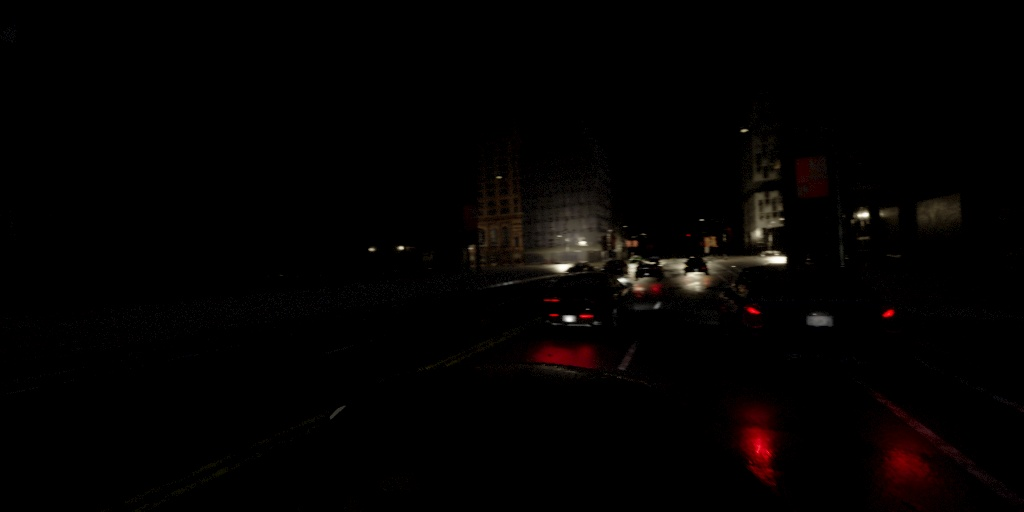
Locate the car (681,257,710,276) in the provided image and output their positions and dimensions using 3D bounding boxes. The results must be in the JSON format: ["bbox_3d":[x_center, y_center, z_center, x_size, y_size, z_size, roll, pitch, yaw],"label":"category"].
[{"bbox_3d":[15.679,0.876,30.615,1.812,1.442,4.674,-3,0,27],"label":"car"}]

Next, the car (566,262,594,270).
[{"bbox_3d":[6.645,1.332,34.616,2.033,1.411,5.357,-3,-1,26],"label":"car"}]

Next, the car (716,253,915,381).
[{"bbox_3d":[5.314,0.921,7.020,2.097,1.767,4.553,-3,-1,26],"label":"car"}]

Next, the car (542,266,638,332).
[{"bbox_3d":[2.434,1.238,10.846,1.837,1.490,4.892,-3,-1,26],"label":"car"}]

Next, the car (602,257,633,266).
[{"bbox_3d":[9.573,1.120,33.211,1.882,1.535,5.008,-3,-1,26],"label":"car"}]

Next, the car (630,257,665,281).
[{"bbox_3d":[10.450,1.036,27.182,2.128,1.511,4.902,-3,-1,26],"label":"car"}]

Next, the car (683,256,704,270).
[{"bbox_3d":[20.540,0.801,40.541,1.994,1.385,4.181,-3,-1,27],"label":"car"}]
